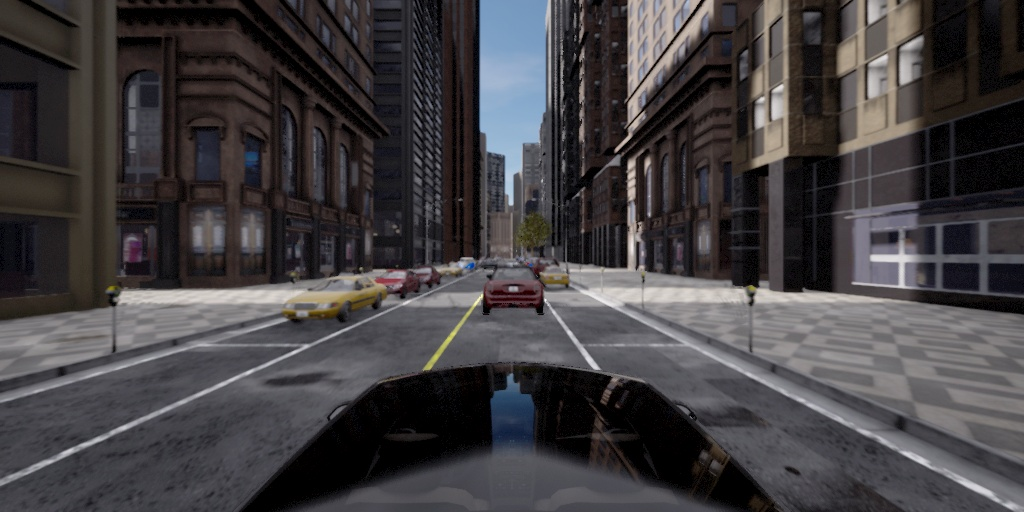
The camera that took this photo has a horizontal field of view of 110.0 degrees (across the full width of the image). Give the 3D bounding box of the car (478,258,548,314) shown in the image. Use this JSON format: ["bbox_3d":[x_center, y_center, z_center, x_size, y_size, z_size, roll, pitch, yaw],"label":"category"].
[{"bbox_3d":[0.059,1.101,13.856,2.097,1.767,4.553,0,0,0],"label":"car"}]

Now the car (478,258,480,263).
[{"bbox_3d":[-5.805,1.316,51.777,2.007,1.370,4.403,0,0,0],"label":"car"}]

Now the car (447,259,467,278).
[{"bbox_3d":[-5.791,1.283,34.751,1.751,1.417,4.829,0,0,0],"label":"car"}]

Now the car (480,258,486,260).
[{"bbox_3d":[-3.123,1.367,50.963,1.895,1.301,4.718,0,0,0],"label":"car"}]

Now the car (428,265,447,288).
[{"bbox_3d":[-5.782,1.334,23.683,1.802,1.307,4.207,0,0,0],"label":"car"}]

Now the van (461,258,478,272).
[{"bbox_3d":[-5.800,1.104,46.159,1.690,1.789,3.998,0,0,0],"label":"van"}]

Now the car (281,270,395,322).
[{"bbox_3d":[-5.772,1.274,12.276,1.751,1.417,4.829,0,0,0],"label":"car"}]

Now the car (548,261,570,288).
[{"bbox_3d":[2.743,1.279,23.873,1.751,1.417,4.829,0,0,0],"label":"car"}]

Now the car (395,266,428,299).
[{"bbox_3d":[-5.777,1.332,18.065,1.802,1.307,4.207,0,0,0],"label":"car"}]

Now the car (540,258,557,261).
[{"bbox_3d":[2.739,1.071,29.322,2.192,1.841,5.009,0,0,0],"label":"car"}]
